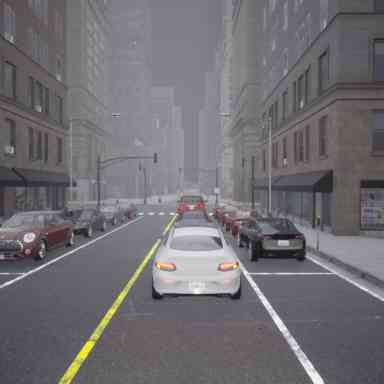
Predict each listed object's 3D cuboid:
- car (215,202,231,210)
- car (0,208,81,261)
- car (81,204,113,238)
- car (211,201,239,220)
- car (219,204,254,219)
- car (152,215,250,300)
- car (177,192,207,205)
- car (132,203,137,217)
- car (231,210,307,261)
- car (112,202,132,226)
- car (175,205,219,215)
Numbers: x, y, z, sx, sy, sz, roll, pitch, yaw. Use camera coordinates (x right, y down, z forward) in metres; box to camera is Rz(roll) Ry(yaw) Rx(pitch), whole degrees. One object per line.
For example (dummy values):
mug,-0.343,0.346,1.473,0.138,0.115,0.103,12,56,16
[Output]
car,2.733,1.543,23.047,1.887,1.381,4.507,-1,0,0
car,-5.785,1.438,12.029,1.967,1.590,4.097,-1,0,0
car,-5.788,1.564,17.535,1.947,1.339,4.313,-1,0,0
car,2.728,1.544,28.552,1.887,1.381,4.507,-1,0,0
car,2.737,1.543,17.541,1.887,1.381,4.507,-1,0,0
car,0.093,1.524,8.279,1.812,1.442,4.674,0,0,0
car,-0.022,1.220,26.152,2.150,2.045,5.566,0,0,0
car,-5.797,1.543,28.546,1.887,1.381,4.507,-1,0,0
car,2.742,1.564,12.037,1.947,1.339,4.313,-1,0,0
car,-5.792,1.549,23.040,2.008,1.369,4.403,-1,0,0
car,0.083,1.562,16.765,1.994,1.385,4.181,0,0,0
